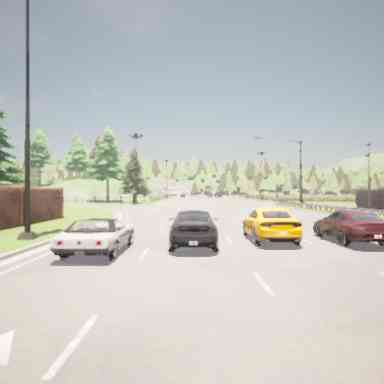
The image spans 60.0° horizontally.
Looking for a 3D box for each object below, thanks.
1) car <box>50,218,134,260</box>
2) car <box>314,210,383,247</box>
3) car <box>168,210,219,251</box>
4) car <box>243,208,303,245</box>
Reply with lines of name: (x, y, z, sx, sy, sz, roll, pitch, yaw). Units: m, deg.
car: (-3.440, 1.604, 12.480, 1.895, 1.301, 4.718, 0, 0, 0)
car: (7.073, 1.528, 14.919, 1.812, 1.442, 4.674, 0, 0, 0)
car: (0.069, 1.510, 13.981, 1.837, 1.490, 4.892, 0, 0, 0)
car: (3.574, 1.481, 15.491, 1.882, 1.535, 5.008, 0, 0, 0)
